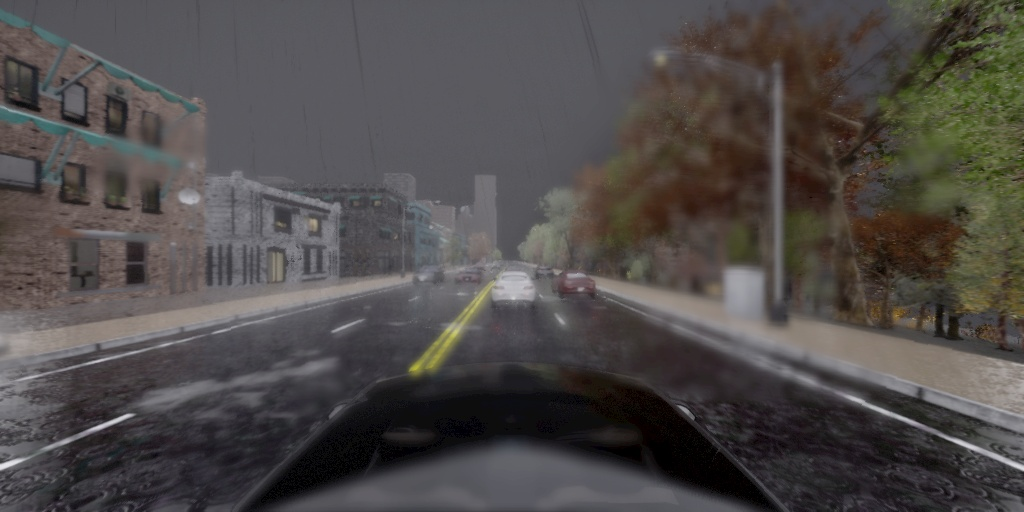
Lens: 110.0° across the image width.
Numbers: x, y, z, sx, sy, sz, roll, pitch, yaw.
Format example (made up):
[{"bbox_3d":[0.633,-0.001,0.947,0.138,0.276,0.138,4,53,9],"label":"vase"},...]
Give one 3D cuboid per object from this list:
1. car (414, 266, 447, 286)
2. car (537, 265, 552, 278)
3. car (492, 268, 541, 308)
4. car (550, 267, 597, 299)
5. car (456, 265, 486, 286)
[{"bbox_3d":[-6.519,1.598,29.085,2.128,1.511,4.902,0,-1,0],"label":"car"},{"bbox_3d":[3.458,1.719,38.003,2.128,1.511,4.902,0,-1,0],"label":"car"},{"bbox_3d":[0.137,1.467,16.267,1.812,1.442,4.674,0,-1,0],"label":"car"},{"bbox_3d":[3.392,1.513,19.654,1.812,1.442,4.674,0,-1,0],"label":"car"},{"bbox_3d":[-3.269,1.673,29.219,1.994,1.385,4.181,0,-1,0],"label":"car"}]
